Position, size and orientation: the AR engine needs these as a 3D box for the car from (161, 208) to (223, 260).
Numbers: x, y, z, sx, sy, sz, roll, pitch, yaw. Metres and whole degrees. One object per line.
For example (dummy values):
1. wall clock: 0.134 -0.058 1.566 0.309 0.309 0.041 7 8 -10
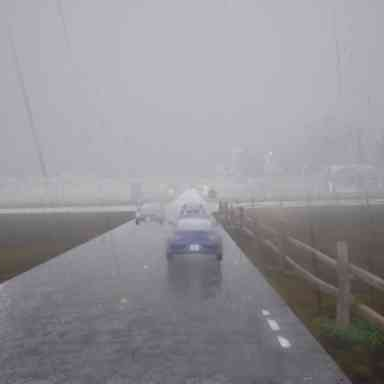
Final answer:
1. car: 0.086 1.498 12.164 1.812 1.442 4.674 0 0 0

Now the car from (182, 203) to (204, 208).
1. car: 0.073 1.519 27.327 1.895 1.301 4.718 0 0 0

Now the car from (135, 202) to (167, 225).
1. car: -2.759 1.459 23.276 1.812 1.442 4.674 0 0 0
